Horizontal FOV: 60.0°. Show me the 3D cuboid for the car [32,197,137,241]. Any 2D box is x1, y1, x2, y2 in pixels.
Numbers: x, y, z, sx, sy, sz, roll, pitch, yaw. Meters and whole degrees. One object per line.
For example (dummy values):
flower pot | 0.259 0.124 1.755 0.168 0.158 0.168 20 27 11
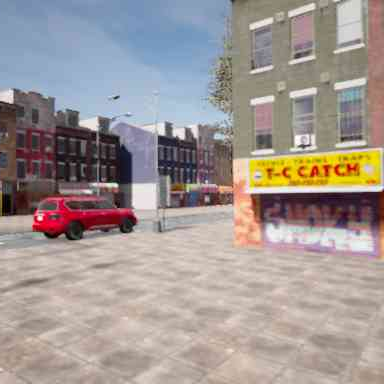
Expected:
car | -5.409 1.292 17.450 2.150 2.045 5.566 -1 0 36
